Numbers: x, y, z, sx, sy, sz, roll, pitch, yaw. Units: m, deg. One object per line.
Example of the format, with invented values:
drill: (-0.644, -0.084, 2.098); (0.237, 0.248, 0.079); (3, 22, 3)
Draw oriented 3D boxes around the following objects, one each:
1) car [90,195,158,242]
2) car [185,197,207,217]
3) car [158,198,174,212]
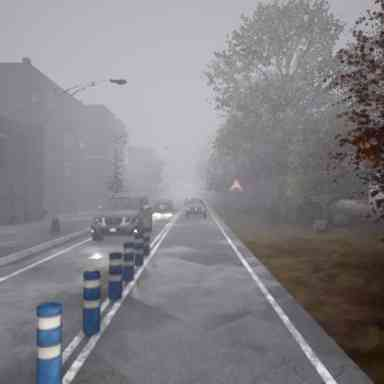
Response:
car: (-3.249, 1.183, 16.576); (2.150, 2.045, 5.566); (0, 1, 1)
car: (0.374, 1.463, 30.081); (2.033, 1.411, 5.357); (0, 0, 1)
car: (-2.964, 1.382, 36.182); (2.128, 1.511, 4.902); (0, 0, 1)
